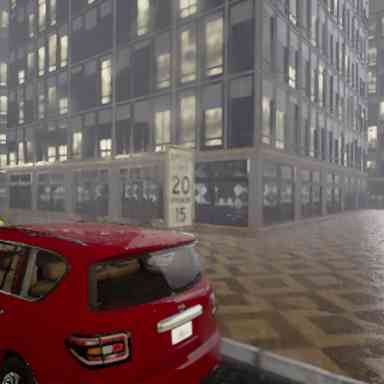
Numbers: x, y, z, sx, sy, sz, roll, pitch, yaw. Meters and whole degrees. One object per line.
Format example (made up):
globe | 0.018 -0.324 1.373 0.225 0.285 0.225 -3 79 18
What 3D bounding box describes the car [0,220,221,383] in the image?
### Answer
car | -1.978 1.311 4.405 5.009 1.841 2.192 0 0 38
